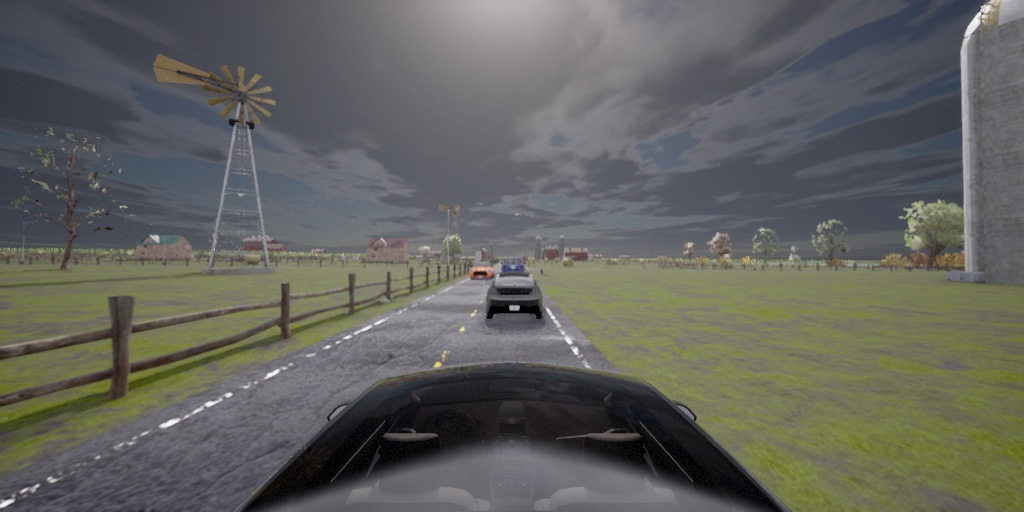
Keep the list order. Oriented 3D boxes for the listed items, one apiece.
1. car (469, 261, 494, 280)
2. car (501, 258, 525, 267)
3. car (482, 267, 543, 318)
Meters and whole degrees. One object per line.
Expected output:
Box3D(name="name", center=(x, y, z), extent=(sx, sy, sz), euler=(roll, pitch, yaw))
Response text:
Box3D(name="car", center=(-2.838, 1.306, 34.349), extent=(2.097, 1.767, 4.553), euler=(0, 0, 0))
Box3D(name="car", center=(0.107, 1.177, 34.831), extent=(2.150, 2.045, 5.566), euler=(0, 0, 0))
Box3D(name="car", center=(0.087, 1.331, 13.327), extent=(1.837, 1.490, 4.892), euler=(0, 0, 0))
